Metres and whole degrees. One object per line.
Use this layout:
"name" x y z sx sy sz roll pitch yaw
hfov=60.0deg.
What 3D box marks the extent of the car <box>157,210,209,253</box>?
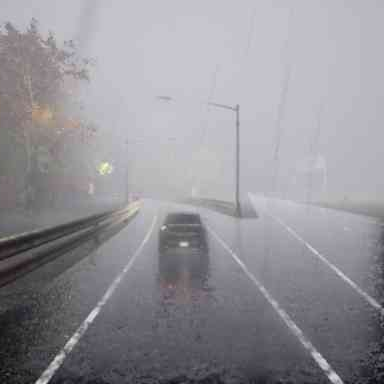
"car" -0.379 1.523 13.736 1.837 1.490 4.892 0 0 -3
